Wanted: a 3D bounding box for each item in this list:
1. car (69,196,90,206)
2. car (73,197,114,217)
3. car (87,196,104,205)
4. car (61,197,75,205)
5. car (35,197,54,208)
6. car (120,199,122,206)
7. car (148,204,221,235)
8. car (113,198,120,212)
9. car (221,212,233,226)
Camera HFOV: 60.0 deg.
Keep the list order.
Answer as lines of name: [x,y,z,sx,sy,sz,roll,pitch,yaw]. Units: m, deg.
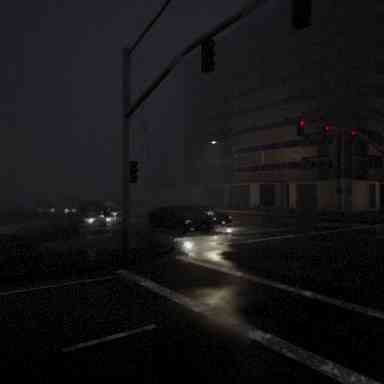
car: [-20.010,1.546,58.895,2.128,1.511,4.902,0,0,-35]
car: [-9.431,1.558,31.625,1.837,1.490,4.892,0,1,-35]
car: [-18.061,1.581,62.202,1.812,1.442,4.674,0,0,-34]
car: [-19.985,1.298,52.653,2.128,1.511,4.902,0,0,-35]
car: [-21.996,1.533,49.412,1.882,1.535,5.008,0,0,-35]
car: [-12.782,1.656,54.780,1.895,1.301,4.718,0,0,-36]
car: [-0.810,1.533,19.514,1.882,1.535,5.008,0,0,-35]
car: [-10.571,1.581,39.285,1.812,1.442,4.674,0,0,-36]
car: [0.511,1.603,23.693,2.033,1.411,5.357,0,0,-35]
